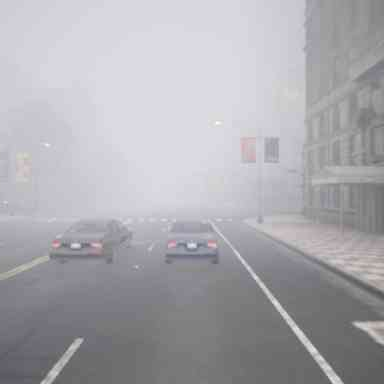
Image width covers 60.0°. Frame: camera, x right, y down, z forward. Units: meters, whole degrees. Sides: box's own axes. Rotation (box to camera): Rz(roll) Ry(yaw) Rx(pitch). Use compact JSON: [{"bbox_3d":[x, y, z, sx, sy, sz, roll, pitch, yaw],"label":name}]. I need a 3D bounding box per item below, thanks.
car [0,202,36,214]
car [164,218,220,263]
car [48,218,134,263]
[{"bbox_3d":[-22.136,1.935,40.830,5.357,1.411,2.033,0,-1,0],"label":"car"},{"bbox_3d":[0.004,1.684,12.510,2.033,1.411,5.357,0,-1,0],"label":"car"},{"bbox_3d":[-3.495,1.684,12.510,2.033,1.411,5.357,0,-1,0],"label":"car"}]
